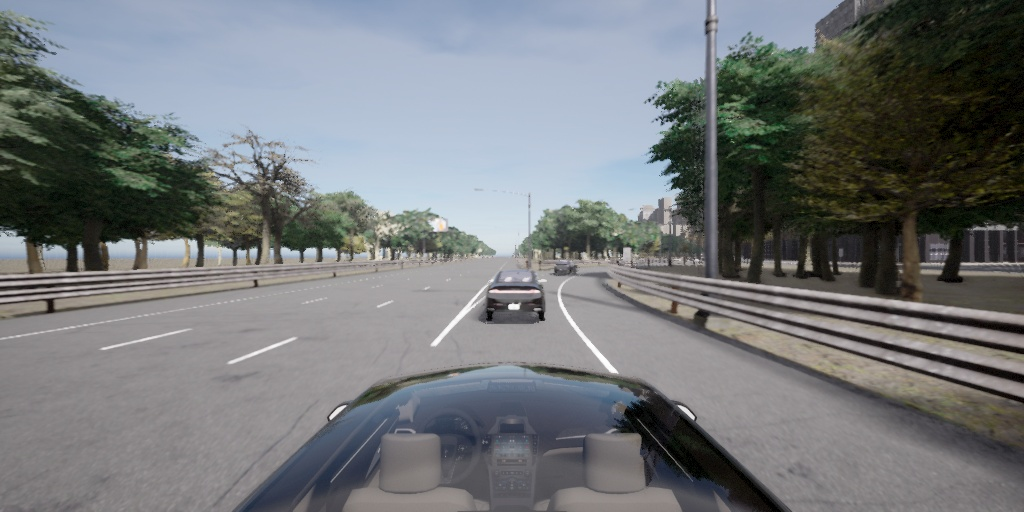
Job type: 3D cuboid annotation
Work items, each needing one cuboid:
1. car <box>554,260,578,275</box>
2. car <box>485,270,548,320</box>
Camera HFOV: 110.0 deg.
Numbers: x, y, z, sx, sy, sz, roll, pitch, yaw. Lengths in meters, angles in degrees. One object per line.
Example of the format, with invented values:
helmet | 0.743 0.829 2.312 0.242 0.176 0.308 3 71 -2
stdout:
car | 5.887 1.203 38.834 2.128 1.511 4.902 0 0 21
car | 0.208 1.231 12.575 2.128 1.511 4.902 0 0 4
